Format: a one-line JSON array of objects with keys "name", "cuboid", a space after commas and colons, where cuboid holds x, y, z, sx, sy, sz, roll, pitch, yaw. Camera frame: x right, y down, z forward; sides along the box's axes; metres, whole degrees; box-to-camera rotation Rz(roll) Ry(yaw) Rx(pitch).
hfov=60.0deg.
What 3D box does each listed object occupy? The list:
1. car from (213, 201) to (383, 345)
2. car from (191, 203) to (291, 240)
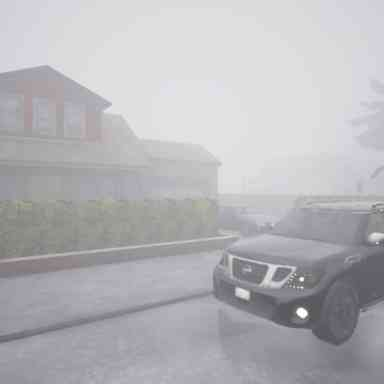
[{"name": "car", "cuboid": [3.032, 1.221, 6.769, 5.566, 2.045, 2.150, 0, 0, -36]}, {"name": "car", "cuboid": [2.261, 1.356, 17.010, 2.033, 1.415, 5.357, 0, 0, -33]}]
